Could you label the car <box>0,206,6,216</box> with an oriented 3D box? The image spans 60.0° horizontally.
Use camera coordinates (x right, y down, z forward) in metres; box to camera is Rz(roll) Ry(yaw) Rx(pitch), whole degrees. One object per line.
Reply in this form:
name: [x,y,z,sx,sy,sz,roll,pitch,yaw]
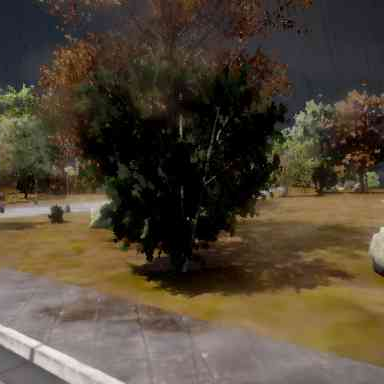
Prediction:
car: [-19.310,1.588,29.630,1.895,1.301,4.718,0,0,39]
